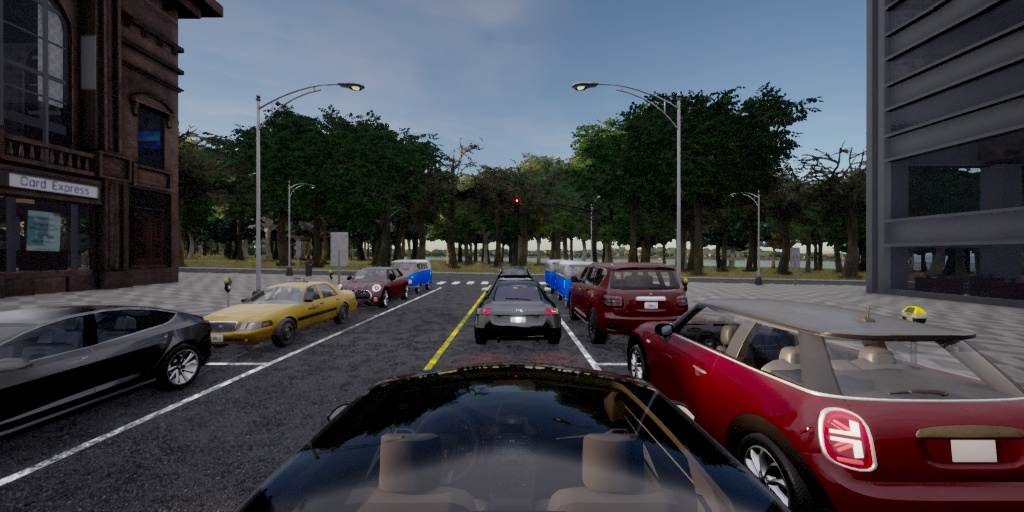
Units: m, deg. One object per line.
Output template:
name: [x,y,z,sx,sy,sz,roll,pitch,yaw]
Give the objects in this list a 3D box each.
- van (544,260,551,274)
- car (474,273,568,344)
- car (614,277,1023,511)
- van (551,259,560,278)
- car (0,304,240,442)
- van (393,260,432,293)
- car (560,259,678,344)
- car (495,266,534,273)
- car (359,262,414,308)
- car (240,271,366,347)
van: [2.796,1.092,20.397,1.690,1.789,3.998,0,0,0]
car: [0.118,1.314,9.570,1.994,1.385,4.181,0,0,0]
car: [2.766,1.190,4.084,1.967,1.591,4.097,0,0,0]
van: [2.786,1.092,14.959,1.690,1.789,3.998,0,0,0]
car: [-5.759,1.316,4.100,1.948,1.339,4.313,0,0,0]
van: [-5.729,1.092,20.413,1.690,1.789,3.998,0,0,0]
car: [2.776,1.065,9.522,2.192,1.841,5.009,0,0,0]
car: [0.131,1.243,18.451,2.128,1.511,4.902,0,0,0]
car: [-5.739,1.190,14.975,1.967,1.591,4.097,0,0,0]
car: [-5.750,1.275,9.368,1.751,1.417,4.829,0,0,0]
